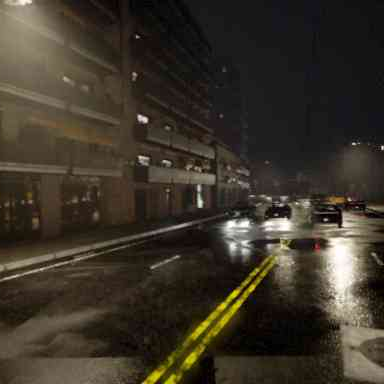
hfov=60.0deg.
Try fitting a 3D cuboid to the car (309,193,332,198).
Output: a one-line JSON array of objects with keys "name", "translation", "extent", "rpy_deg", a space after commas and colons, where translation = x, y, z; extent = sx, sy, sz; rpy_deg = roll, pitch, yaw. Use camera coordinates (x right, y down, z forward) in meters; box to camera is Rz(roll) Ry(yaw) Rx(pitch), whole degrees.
[{"name": "car", "translation": [16.660, 1.092, 43.801], "extent": [2.150, 2.045, 5.566], "rpy_deg": [-1, 0, 18]}]

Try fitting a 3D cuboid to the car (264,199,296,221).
[{"name": "car", "translation": [7.124, 1.561, 27.271], "extent": [1.994, 1.385, 4.181], "rpy_deg": [-1, 0, 21]}]

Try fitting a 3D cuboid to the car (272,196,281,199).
[{"name": "car", "translation": [17.377, 1.564, 68.635], "extent": [1.895, 1.301, 4.718], "rpy_deg": [-1, 0, 16]}]

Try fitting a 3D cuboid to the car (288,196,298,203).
[{"name": "car", "translation": [20.169, 1.426, 66.577], "extent": [2.033, 1.411, 5.357], "rpy_deg": [-1, 0, 16]}]

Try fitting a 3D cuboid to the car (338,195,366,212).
[{"name": "car", "translation": [17.165, 1.303, 35.310], "extent": [2.128, 1.511, 4.902], "rpy_deg": [-1, -1, 19]}]

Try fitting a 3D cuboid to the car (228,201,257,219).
[{"name": "car", "translation": [4.588, 1.561, 29.757], "extent": [2.128, 1.511, 4.902], "rpy_deg": [-1, 0, 21]}]

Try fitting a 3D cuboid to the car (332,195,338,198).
[{"name": "car", "translation": [22.828, 1.250, 52.674], "extent": [1.882, 1.535, 5.008], "rpy_deg": [-1, 0, 17]}]

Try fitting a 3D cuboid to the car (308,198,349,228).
[{"name": "car", "translation": [8.723, 1.421, 21.772], "extent": [2.128, 1.511, 4.902], "rpy_deg": [-1, 0, 21]}]
